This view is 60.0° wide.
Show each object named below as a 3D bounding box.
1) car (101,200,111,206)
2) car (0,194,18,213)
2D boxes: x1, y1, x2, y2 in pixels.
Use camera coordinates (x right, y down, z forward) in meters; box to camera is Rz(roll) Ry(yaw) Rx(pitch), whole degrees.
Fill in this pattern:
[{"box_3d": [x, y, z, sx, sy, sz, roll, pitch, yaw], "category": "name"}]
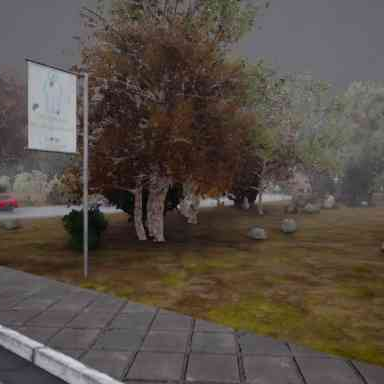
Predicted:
[{"box_3d": [-10.636, 1.463, 48.557, 1.837, 1.490, 4.892, 0, 0, 38], "category": "car"}, {"box_3d": [-21.326, 1.222, 34.980, 2.150, 2.045, 5.566, 0, 0, 38], "category": "car"}]
